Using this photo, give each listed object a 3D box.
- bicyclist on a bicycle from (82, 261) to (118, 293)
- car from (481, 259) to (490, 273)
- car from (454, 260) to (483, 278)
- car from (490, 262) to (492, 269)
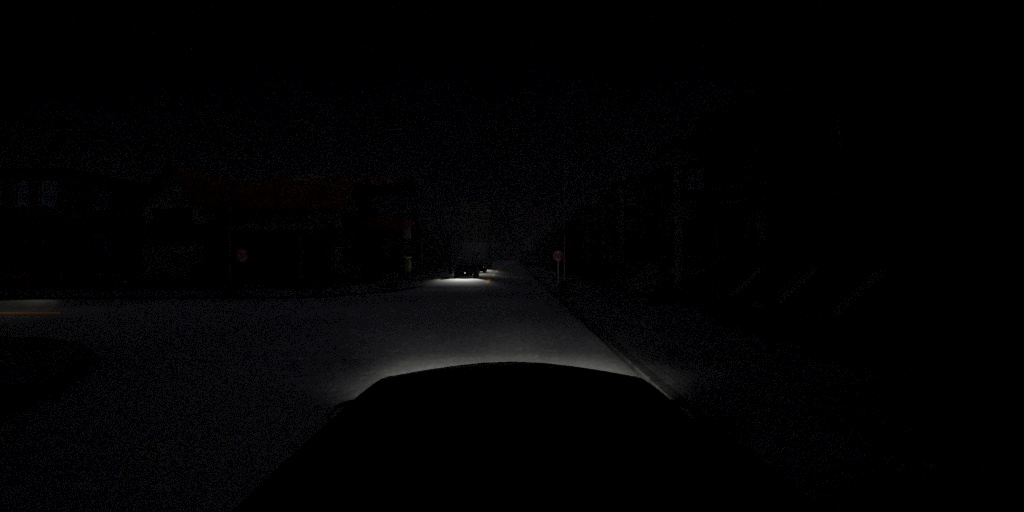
[{"bbox_3d":[-21.604,1.099,18.823,0.582,1.620,1.656,0,0,0],"label":"bicyclist on a bicycle"},{"bbox_3d":[-4.151,1.227,44.051,1.882,1.535,5.008,0,0,0],"label":"car"},{"bbox_3d":[-4.148,1.314,33.556,1.994,1.385,4.181,0,0,0],"label":"car"},{"bbox_3d":[-4.128,1.241,54.822,2.128,1.511,4.902,0,0,0],"label":"car"}]
